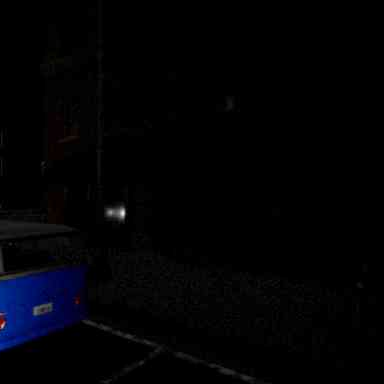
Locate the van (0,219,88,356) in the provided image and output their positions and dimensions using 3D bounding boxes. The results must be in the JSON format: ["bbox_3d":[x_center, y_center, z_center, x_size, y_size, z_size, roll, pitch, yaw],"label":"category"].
[{"bbox_3d":[-3.523,1.354,5.585,3.998,1.788,1.690,0,0,35],"label":"van"}]

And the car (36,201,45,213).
[{"bbox_3d":[-14.211,1.271,36.632,2.150,2.045,5.566,0,0,35],"label":"car"}]
